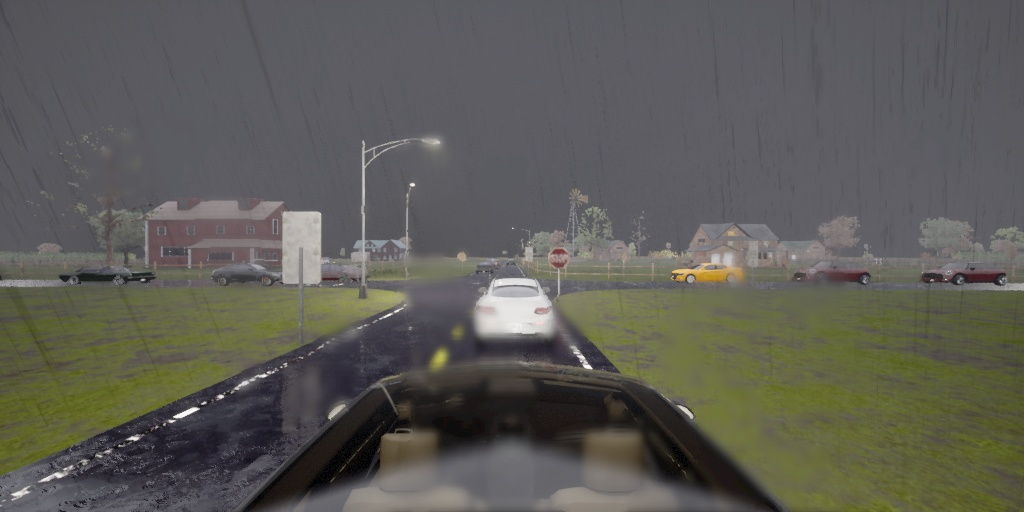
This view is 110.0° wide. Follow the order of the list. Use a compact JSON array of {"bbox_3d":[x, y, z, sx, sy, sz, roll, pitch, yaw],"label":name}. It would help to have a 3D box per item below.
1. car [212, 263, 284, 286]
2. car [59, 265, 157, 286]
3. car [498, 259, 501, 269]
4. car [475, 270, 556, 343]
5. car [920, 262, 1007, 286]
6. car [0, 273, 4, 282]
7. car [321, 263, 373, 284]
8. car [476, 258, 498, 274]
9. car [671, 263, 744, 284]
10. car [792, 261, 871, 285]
[{"bbox_3d":[-17.303,1.224,23.944,4.674,1.442,1.812,0,0,0],"label":"car"},{"bbox_3d":[-26.873,1.273,23.974,4.718,1.301,1.895,0,0,0],"label":"car"},{"bbox_3d":[-3.028,1.085,52.410,2.097,1.767,4.553,0,0,0],"label":"car"},{"bbox_3d":[0.073,1.275,9.569,1.812,1.442,4.674,0,0,0],"label":"car"},{"bbox_3d":[33.443,1.225,26.679,4.553,1.767,2.097,0,0,0],"label":"car"},{"bbox_3d":[-37.172,1.211,24.029,4.181,1.385,1.994,0,0,1],"label":"car"},{"bbox_3d":[-13.167,1.252,26.414,5.357,1.411,2.033,0,0,3],"label":"car"},{"bbox_3d":[-2.986,1.288,40.317,2.033,1.411,5.357,0,0,0],"label":"car"},{"bbox_3d":[14.515,1.273,26.762,5.008,1.535,1.882,0,0,0],"label":"car"},{"bbox_3d":[23.691,1.183,26.728,4.553,1.767,2.097,0,0,0],"label":"car"}]
